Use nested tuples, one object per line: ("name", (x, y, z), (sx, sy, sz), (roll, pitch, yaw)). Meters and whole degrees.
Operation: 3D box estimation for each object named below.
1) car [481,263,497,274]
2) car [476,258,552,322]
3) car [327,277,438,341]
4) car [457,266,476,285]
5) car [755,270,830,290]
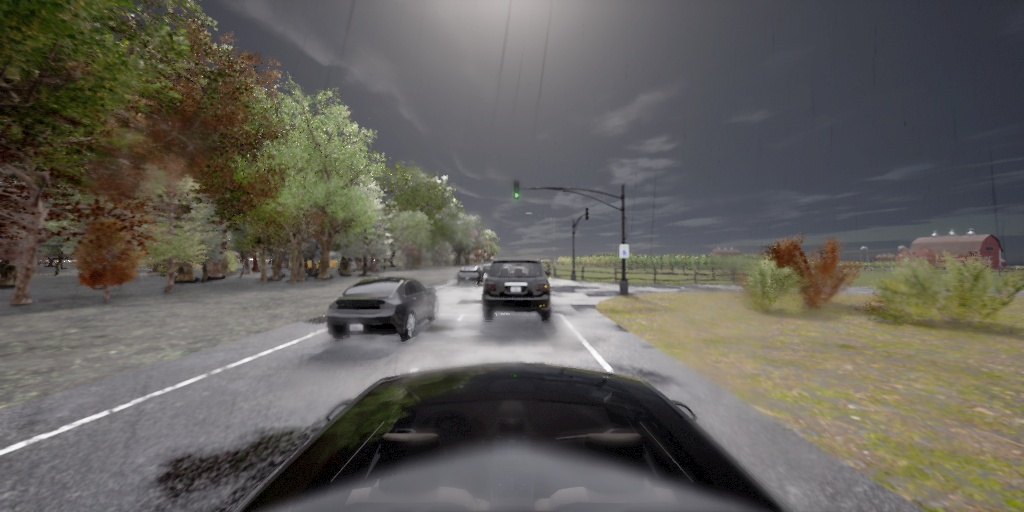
("car", (-3.398, 1.807, 53.910), (2.128, 1.511, 4.902), (0, -1, 0))
("car", (0.251, 1.097, 13.104), (2.150, 2.045, 5.566), (0, -1, 3))
("car", (-3.398, 1.349, 10.266), (1.837, 1.490, 4.892), (0, -1, 0))
("car", (-3.399, 1.552, 30.063), (2.128, 1.511, 4.902), (0, -1, 0))
("car", (20.207, 1.719, 26.023), (4.902, 1.511, 2.128), (1, -2, 1))
